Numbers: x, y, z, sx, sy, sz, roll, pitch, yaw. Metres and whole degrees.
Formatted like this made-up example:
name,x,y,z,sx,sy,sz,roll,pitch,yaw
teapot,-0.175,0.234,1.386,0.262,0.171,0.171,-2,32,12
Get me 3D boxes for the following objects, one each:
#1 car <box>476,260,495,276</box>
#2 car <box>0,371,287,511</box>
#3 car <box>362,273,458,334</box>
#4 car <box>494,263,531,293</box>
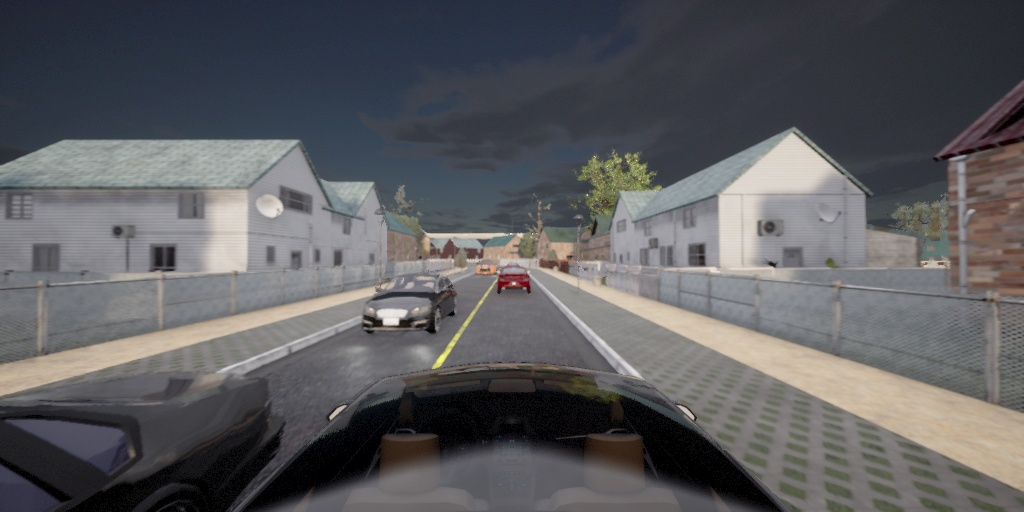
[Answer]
name,x,y,z,sx,sy,sz,roll,pitch,yaw
car,-2.826,1.229,40.037,2.097,1.767,4.553,0,0,0
car,-2.843,1.294,0.653,2.033,1.411,5.357,0,0,0
car,-2.808,1.274,10.803,2.128,1.511,4.902,0,0,0
car,0.108,1.297,21.538,1.882,1.535,5.008,0,0,0
